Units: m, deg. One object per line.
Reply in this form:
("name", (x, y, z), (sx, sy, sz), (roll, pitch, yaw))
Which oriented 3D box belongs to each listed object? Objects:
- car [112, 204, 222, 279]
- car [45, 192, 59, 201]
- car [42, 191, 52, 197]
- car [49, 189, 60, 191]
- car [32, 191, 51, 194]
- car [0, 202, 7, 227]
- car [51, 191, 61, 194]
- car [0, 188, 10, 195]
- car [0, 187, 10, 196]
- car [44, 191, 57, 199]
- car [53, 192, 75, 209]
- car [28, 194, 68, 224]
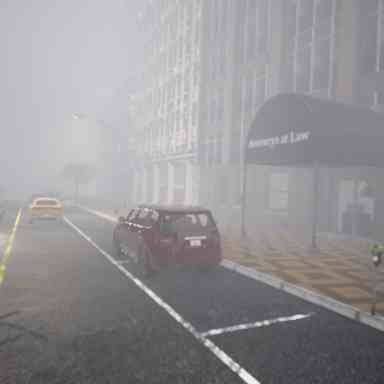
("car", (-0.968, 1.266, 10.104), (2.192, 1.841, 5.009), (1, 1, -26))
("car", (-23.541, 0.675, 55.914), (1.947, 1.339, 4.313), (1, 1, -26))
("car", (-31.064, 0.393, 71.186), (1.802, 1.307, 4.206), (1, 1, -26))
("car", (-21.029, 0.522, 50.822), (2.192, 1.841, 5.009), (1, 1, -26))
("car", (-17.122, 0.879, 37.057), (1.837, 1.490, 4.892), (2, 1, -26))
("car", (-11.770, 1.192, 18.976), (1.895, 1.301, 4.718), (2, 0, -26))
("car", (-16.092, 0.920, 40.797), (1.752, 1.417, 4.829), (1, 1, -26))
("car", (-43.538, -0.095, 77.552), (1.752, 1.417, 4.829), (1, 1, -26))
("car", (-38.595, -0.104, 67.523), (2.192, 1.841, 5.009), (1, 1, -26))
("car", (-26.049, 0.556, 61.006), (1.887, 1.381, 4.507), (1, 1, -26))
("car", (-13.585, 1.015, 35.708), (1.752, 1.417, 4.829), (1, 1, -26))
("car", (-9.508, 1.134, 21.602), (1.882, 1.535, 5.008), (2, 0, -26))
